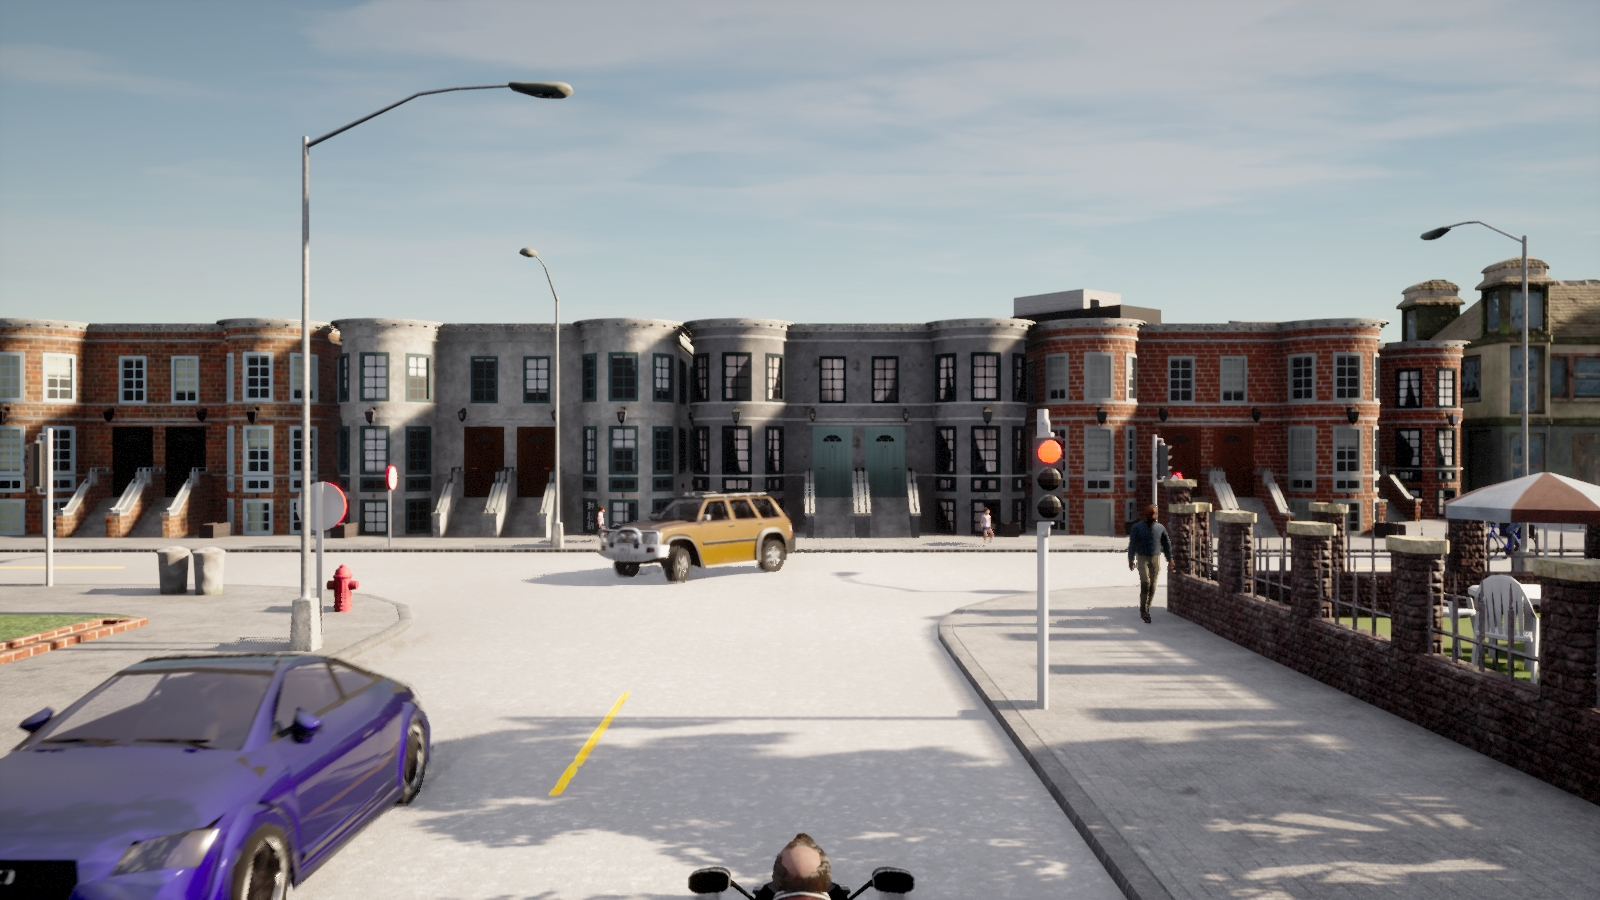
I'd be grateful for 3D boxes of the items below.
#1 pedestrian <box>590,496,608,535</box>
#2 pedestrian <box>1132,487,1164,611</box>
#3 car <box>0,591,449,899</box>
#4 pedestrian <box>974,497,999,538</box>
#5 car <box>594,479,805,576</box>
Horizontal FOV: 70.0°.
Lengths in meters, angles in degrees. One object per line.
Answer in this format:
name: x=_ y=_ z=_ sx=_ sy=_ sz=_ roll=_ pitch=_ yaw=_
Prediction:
pedestrian: x=-5.815 y=1.891 z=33.024 sx=0.500 sy=1.100 sz=0.500 roll=0 pitch=0 yaw=-8
pedestrian: x=5.325 y=1.508 z=17.496 sx=0.375 sy=1.860 sz=0.375 roll=0 pitch=0 yaw=2
car: x=-4.001 y=1.895 z=7.678 sx=1.994 sy=1.385 sz=4.181 roll=0 pitch=0 yaw=0
pedestrian: x=5.210 y=1.892 z=31.979 sx=0.500 sy=1.100 sz=0.500 roll=0 pitch=0 yaw=-22
car: x=-2.140 y=1.633 z=25.468 sx=1.932 sy=1.855 sz=4.605 roll=-2 pitch=-1 yaw=41
